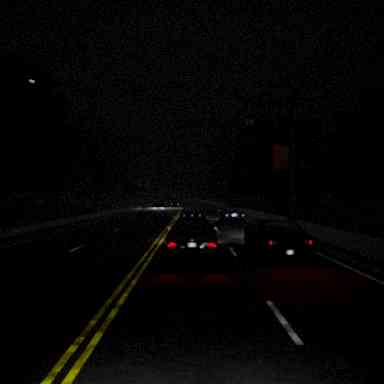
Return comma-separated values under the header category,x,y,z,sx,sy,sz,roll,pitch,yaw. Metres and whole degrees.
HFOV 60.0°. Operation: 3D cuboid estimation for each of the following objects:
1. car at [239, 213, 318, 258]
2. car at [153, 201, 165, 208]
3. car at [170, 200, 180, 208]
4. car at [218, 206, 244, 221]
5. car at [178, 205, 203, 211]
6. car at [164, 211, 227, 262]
category,x,y,z,sx,sy,sz,roll,pitch,yaw
car,3.271,1.731,13.254,1.895,1.301,4.718,0,-1,1
car,-6.502,2.380,65.310,1.895,1.301,4.718,0,-1,0
car,-3.258,2.284,65.346,1.837,1.490,4.892,0,-1,0
car,3.263,1.824,27.541,2.033,1.411,5.357,0,-1,0
car,0.023,1.885,28.256,1.895,1.301,4.718,0,-1,0
car,0.012,1.671,12.526,2.033,1.411,5.357,0,-1,0
